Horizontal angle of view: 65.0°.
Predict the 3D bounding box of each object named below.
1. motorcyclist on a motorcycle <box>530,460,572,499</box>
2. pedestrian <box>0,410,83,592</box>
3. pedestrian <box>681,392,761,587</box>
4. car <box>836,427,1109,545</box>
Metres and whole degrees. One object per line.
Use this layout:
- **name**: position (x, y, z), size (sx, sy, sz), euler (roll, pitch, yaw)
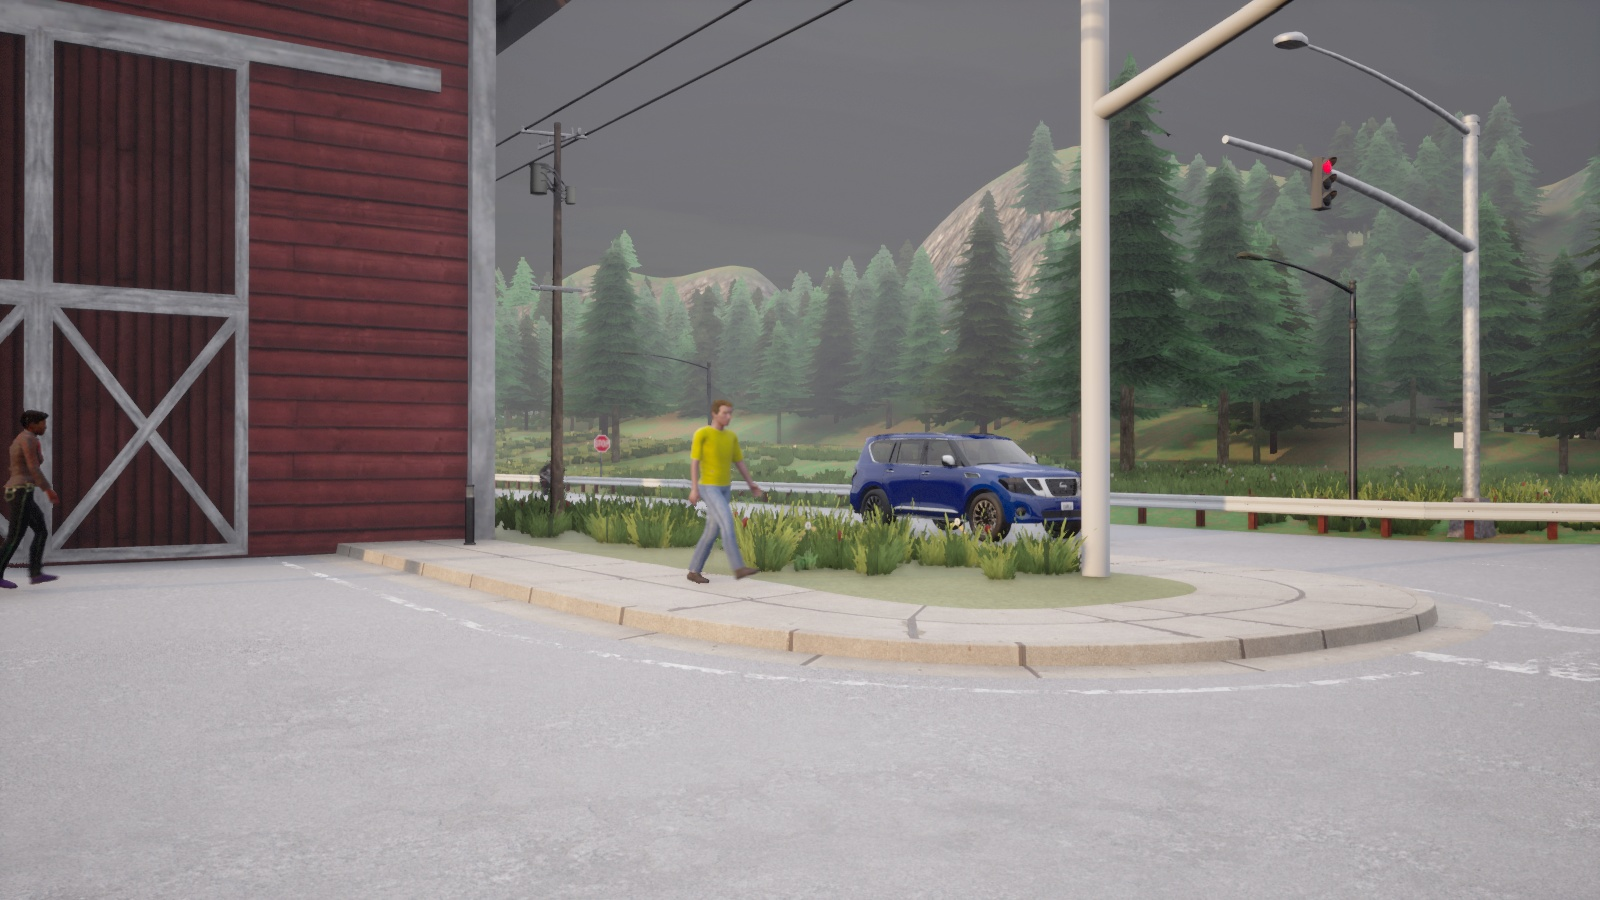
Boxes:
- **motorcyclist on a motorcycle**: position (-10.082, 1.187, 50.833), size (0.866, 1.530, 2.191), euler (0, 0, -34)
- **pedestrian**: position (-7.827, 0.509, 12.793), size (0.869, 1.805, 0.328), euler (0, 0, -38)
- **pedestrian**: position (-0.771, 0.376, 12.189), size (0.706, 1.836, 0.354), euler (-1, 0, 37)
- **car**: position (3.205, 0.647, 24.695), size (2.150, 2.045, 5.566), euler (0, -1, -34)
